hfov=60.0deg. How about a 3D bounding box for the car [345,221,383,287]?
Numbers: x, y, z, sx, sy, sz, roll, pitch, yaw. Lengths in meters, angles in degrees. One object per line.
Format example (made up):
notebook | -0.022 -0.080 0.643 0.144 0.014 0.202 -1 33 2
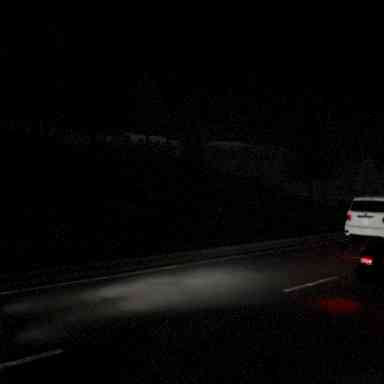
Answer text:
car | 6.104 1.511 8.046 5.357 1.411 2.033 0 0 -35

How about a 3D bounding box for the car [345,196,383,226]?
car | 8.826 1.166 14.238 5.566 2.045 2.150 -1 0 -35
